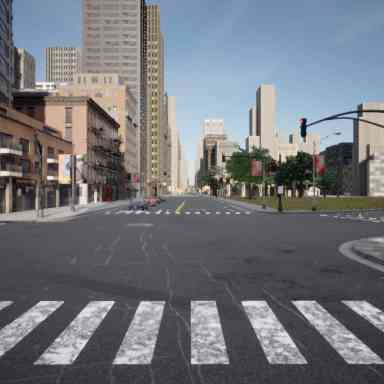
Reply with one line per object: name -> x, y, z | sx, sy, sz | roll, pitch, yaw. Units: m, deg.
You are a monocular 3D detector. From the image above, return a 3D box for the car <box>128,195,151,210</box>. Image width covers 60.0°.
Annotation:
car -> -6.659, 1.484, 41.507 | 1.812, 1.442, 4.674 | 0, 0, 0

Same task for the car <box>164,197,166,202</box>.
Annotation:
car -> -6.557, 1.502, 69.742 | 1.895, 1.301, 4.718 | 0, 0, 0

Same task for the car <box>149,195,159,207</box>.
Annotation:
car -> -6.643, 1.295, 50.559 | 2.097, 1.767, 4.553 | 0, 0, 0

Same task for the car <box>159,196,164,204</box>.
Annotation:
car -> -6.631, 1.492, 59.610 | 1.994, 1.385, 4.181 | 0, 0, 0
